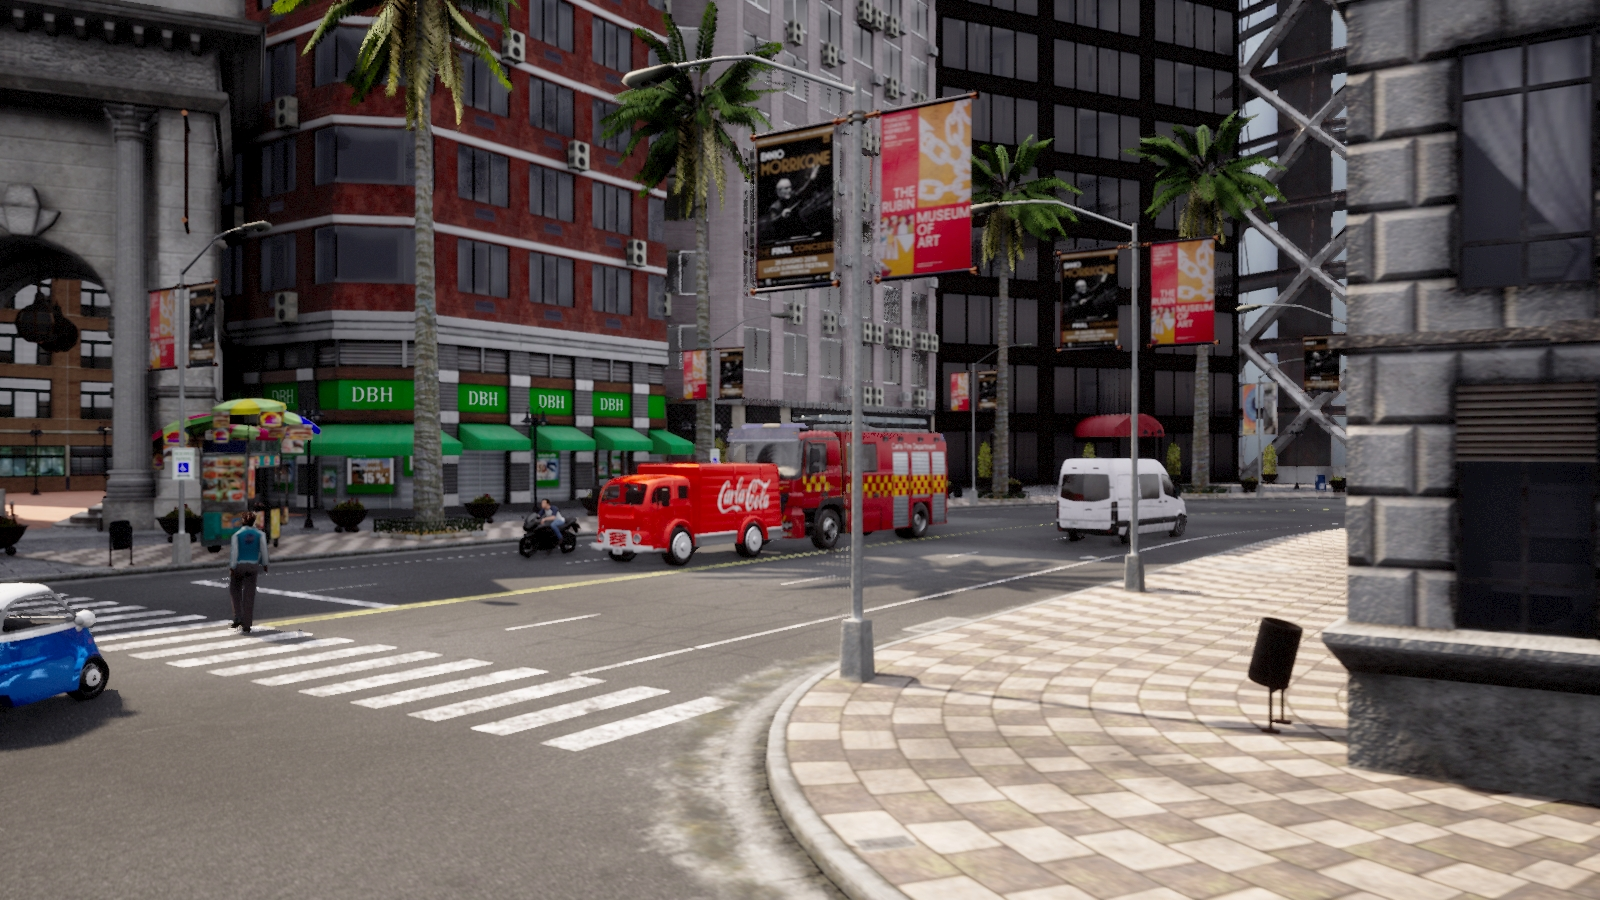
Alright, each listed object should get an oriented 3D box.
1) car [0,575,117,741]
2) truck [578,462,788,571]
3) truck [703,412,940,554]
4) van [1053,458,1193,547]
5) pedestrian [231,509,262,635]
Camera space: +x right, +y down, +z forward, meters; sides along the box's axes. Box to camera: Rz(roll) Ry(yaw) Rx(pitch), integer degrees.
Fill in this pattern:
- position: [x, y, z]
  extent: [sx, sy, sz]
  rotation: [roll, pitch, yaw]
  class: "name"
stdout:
- position: [-8.537, 2.124, 12.055]
  extent: [1.481, 1.376, 2.207]
  rotation: [0, 0, -6]
  class: "car"
- position: [-2.888, 1.576, 29.444]
  extent: [2.627, 2.467, 5.204]
  rotation: [0, 0, 35]
  class: "truck"
- position: [0.928, 0.901, 35.121]
  extent: [2.891, 3.827, 8.468]
  rotation: [0, 0, 37]
  class: "truck"
- position: [10.270, 1.547, 36.026]
  extent: [1.988, 2.561, 5.915]
  rotation: [0, 0, 40]
  class: "van"
- position: [-8.461, 1.852, 17.459]
  extent: [0.375, 1.860, 0.375]
  rotation: [0, 0, -33]
  class: "pedestrian"
